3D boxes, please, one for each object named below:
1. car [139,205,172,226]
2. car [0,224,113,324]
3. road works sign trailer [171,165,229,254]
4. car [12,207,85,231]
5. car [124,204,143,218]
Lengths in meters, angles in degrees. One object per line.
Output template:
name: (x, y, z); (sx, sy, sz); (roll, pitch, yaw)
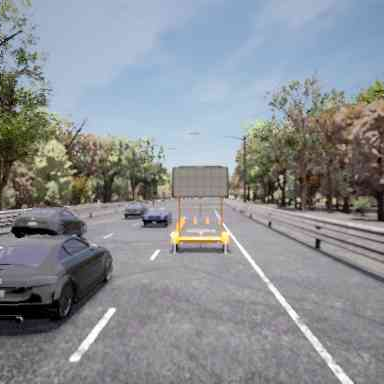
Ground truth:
car: (-2.649, 1.937, 26.409); (1.895, 1.301, 4.718); (0, -1, 2)
car: (-3.198, 1.671, 7.499); (1.994, 1.385, 4.181); (0, -1, 1)
road works sign trailer: (0.368, 0.643, 14.365); (2.380, 3.560, 2.880); (0, -1, 2)
car: (-6.477, 1.449, 15.631); (1.994, 1.385, 4.181); (5, -5, 2)
car: (-5.811, 2.001, 35.251); (2.033, 1.411, 5.357); (0, -1, 2)
